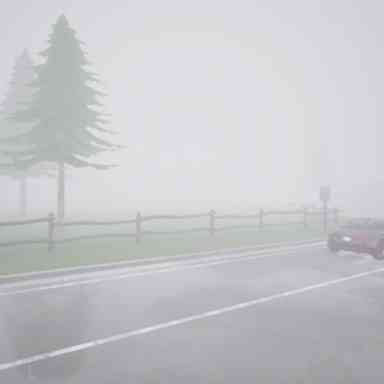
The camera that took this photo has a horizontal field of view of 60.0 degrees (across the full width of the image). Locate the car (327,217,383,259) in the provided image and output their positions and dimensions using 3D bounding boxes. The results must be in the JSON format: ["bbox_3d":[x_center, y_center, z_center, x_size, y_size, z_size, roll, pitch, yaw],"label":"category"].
[{"bbox_3d":[7.337,1.715,13.366,4.181,1.385,1.994,1,0,-35],"label":"car"}]
